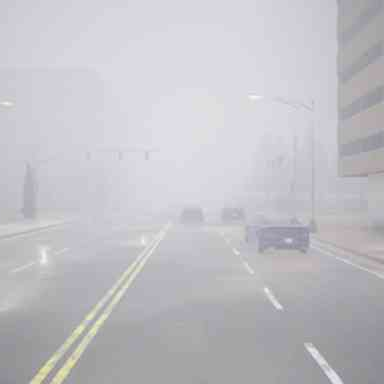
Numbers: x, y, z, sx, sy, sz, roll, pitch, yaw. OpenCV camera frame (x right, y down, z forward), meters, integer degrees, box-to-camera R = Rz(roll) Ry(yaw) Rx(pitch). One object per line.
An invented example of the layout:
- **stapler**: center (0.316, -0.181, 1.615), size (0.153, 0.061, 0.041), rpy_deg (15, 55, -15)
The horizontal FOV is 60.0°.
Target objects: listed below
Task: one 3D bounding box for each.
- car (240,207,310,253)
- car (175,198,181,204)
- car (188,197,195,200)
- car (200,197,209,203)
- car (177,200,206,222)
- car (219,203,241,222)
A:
- **car**: center (3.495, 1.612, 14.469), size (1.882, 1.535, 5.008), rpy_deg (0, 0, 0)
- **car**: center (-3.558, 2.364, 88.564), size (1.994, 1.385, 4.181), rpy_deg (0, -1, 0)
- **car**: center (-0.059, 2.285, 89.409), size (1.882, 1.535, 5.008), rpy_deg (0, -1, 0)
- **car**: center (3.441, 2.298, 89.683), size (1.882, 1.535, 5.008), rpy_deg (0, -1, 0)
- **car**: center (-0.101, 1.750, 29.452), size (1.882, 1.535, 5.008), rpy_deg (0, 0, -3)
- **car**: center (3.487, 1.750, 29.472), size (1.882, 1.535, 5.008), rpy_deg (0, 0, 0)
